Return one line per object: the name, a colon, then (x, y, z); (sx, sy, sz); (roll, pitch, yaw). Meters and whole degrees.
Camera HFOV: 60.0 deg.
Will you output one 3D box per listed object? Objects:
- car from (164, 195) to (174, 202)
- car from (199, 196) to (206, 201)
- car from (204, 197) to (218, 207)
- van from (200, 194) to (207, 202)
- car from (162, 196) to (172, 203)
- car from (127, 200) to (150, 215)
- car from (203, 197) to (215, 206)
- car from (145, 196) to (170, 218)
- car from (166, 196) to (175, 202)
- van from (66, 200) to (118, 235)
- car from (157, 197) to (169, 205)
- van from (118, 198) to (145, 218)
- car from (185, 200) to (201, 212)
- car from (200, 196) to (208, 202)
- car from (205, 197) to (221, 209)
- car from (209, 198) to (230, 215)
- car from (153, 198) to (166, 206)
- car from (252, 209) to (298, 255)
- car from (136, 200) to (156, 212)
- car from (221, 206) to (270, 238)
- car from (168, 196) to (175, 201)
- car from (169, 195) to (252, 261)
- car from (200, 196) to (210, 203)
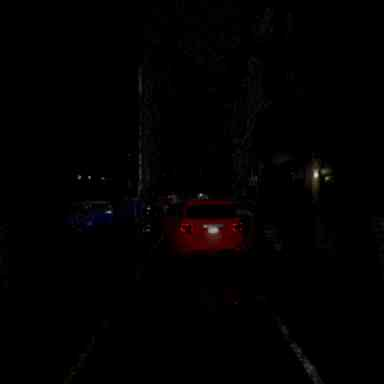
car: (-5.603, 1.625, 80.935); (1.967, 1.590, 4.097); (0, 0, 0)
car: (2.932, 1.758, 92.227); (1.887, 1.381, 4.507); (0, 0, 0)
car: (2.897, 1.557, 52.687); (1.967, 1.590, 4.097); (0, 0, 0)
van: (2.926, 1.540, 86.579); (1.690, 1.788, 3.998); (0, 0, 0)
car: (-5.608, 1.721, 75.285); (2.008, 1.369, 4.403); (0, 0, 0)
car: (-5.642, 1.602, 35.574); (1.752, 1.417, 4.829); (0, 0, 0)
car: (2.903, 1.675, 58.336); (1.887, 1.381, 4.507); (0, 0, 0)
car: (-3.068, 1.420, 31.358); (2.097, 1.767, 4.553); (0, 0, 0)
car: (-5.598, 1.749, 86.583); (2.008, 1.369, 4.403); (0, 0, 0)
van: (-5.658, 1.381, 18.798); (1.690, 1.788, 3.998); (0, 0, 0)
car: (-5.617, 1.688, 63.988); (1.887, 1.381, 4.507); (0, 0, 0)
van: (-5.648, 1.406, 30.096); (1.690, 1.788, 3.998); (0, 0, 0)
car: (0.134, 1.689, 40.407); (1.895, 1.301, 4.718); (0, 0, 0)
car: (2.923, 1.751, 80.930); (1.947, 1.339, 4.313); (0, 0, 0)
car: (2.892, 1.544, 47.039); (1.967, 1.590, 4.097); (0, 0, 0)
car: (2.882, 1.518, 35.742); (1.967, 1.590, 4.097); (0, 0, 0)
car: (-5.622, 1.696, 58.339); (1.947, 1.339, 4.313); (0, 0, 0)
car: (2.863, 1.580, 13.148); (2.008, 1.369, 4.403); (0, 0, 0)
car: (-5.637, 1.656, 41.393); (1.947, 1.339, 4.313); (0, 0, 0)
car: (2.868, 1.592, 18.797); (2.008, 1.369, 4.403); (0, 0, 0)
car: (-5.593, 1.794, 92.231); (1.802, 1.307, 4.206); (0, 0, 0)
car: (0.395, 1.249, 12.606); (2.150, 2.045, 5.566); (0, 0, -5)
car: (2.917, 1.716, 75.282); (1.887, 1.381, 4.507); (0, 0, 0)
